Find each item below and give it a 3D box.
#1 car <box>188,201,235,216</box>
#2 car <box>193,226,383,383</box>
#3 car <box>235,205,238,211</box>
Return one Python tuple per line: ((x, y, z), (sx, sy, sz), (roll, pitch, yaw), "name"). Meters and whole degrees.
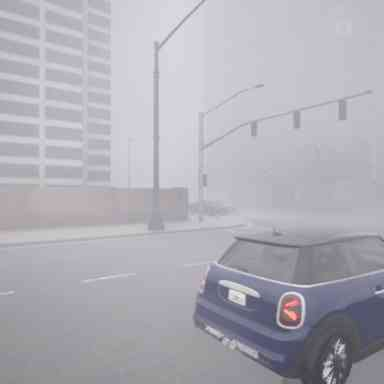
((1.464, 1.580, 33.440), (2.033, 1.411, 5.357), (0, 0, -36), "car")
((2.312, 1.359, 5.431), (4.553, 1.767, 2.097), (0, 0, -35), "car")
((2.990, 1.639, 37.318), (1.895, 1.301, 4.718), (0, 0, -36), "car")
